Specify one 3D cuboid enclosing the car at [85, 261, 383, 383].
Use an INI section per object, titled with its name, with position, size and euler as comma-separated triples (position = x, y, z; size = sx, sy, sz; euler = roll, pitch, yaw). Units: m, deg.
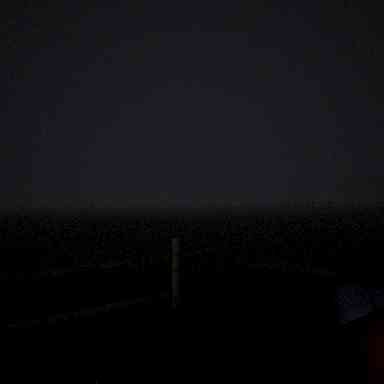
[car]
position = 1.027, 1.564, 3.677
size = 4.181, 1.385, 1.994
euler = 0, 0, -35
